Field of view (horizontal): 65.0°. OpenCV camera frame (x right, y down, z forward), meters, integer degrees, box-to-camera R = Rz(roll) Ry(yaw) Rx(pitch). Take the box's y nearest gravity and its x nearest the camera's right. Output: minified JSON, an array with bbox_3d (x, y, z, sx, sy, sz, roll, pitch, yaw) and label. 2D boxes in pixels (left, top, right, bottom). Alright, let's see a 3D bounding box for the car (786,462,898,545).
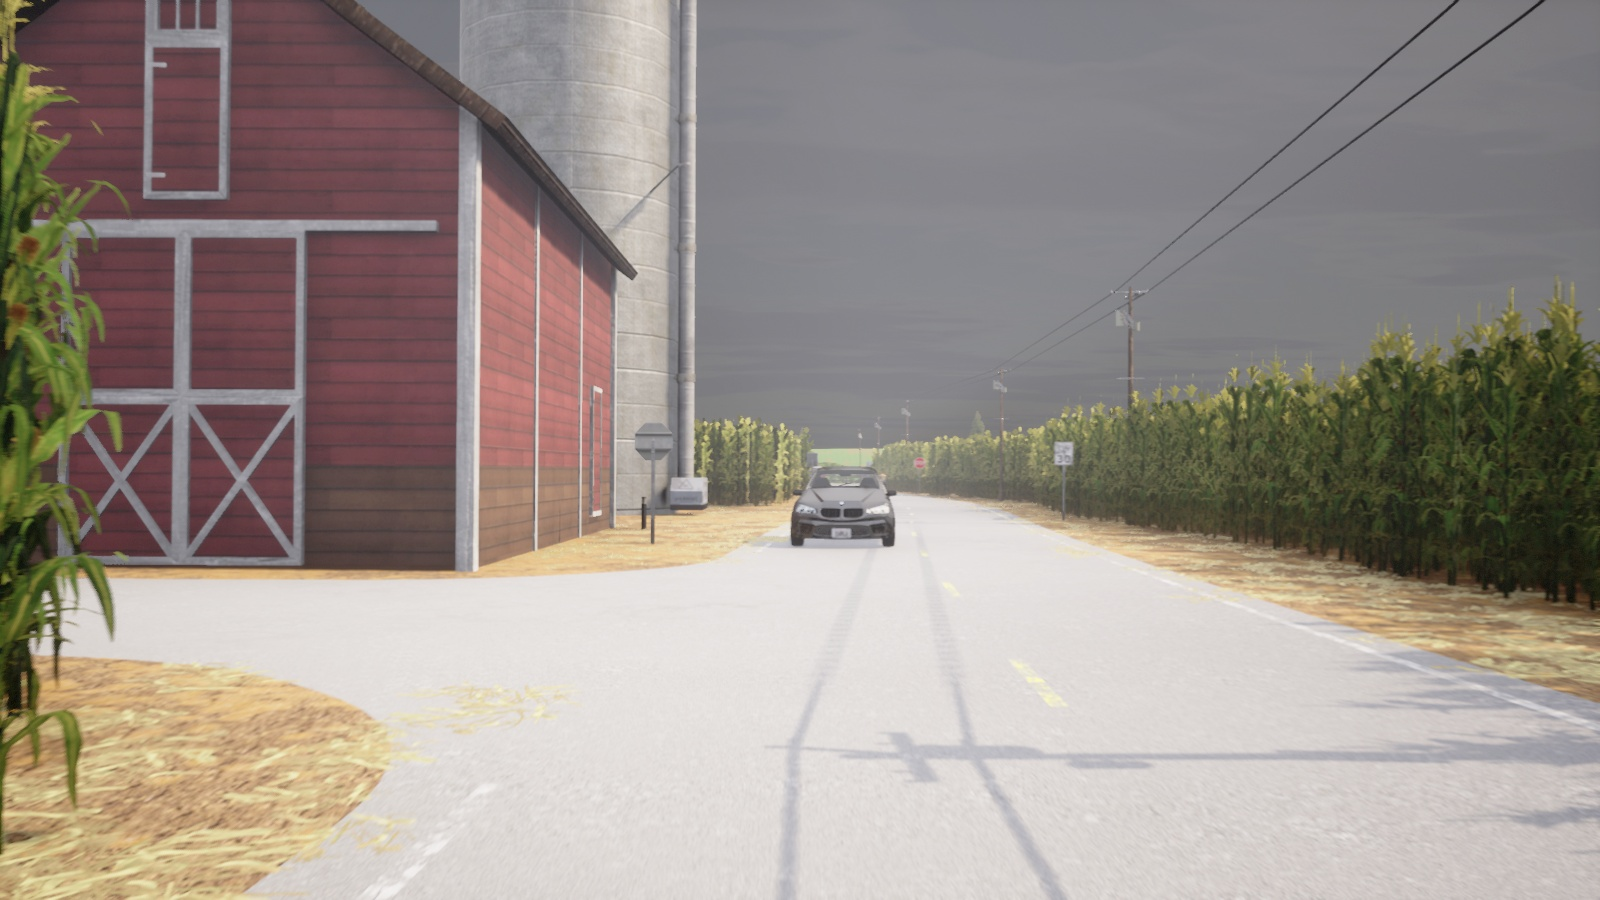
[{"bbox_3d":[1.001,1.117,27.619,2.242,1.667,4.611,0,-1,4],"label":"car"}]
